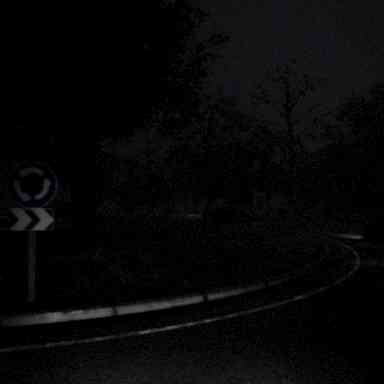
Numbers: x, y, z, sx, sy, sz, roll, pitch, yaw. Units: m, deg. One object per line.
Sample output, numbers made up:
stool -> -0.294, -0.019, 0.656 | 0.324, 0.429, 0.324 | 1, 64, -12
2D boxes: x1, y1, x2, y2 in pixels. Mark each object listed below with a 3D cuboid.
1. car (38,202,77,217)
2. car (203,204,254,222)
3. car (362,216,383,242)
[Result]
car -> -12.535, 1.733, 32.553 | 4.902, 1.511, 2.128 | 1, -1, -19
car -> 3.312, 1.849, 30.731 | 5.008, 1.535, 1.882 | 0, -1, 40
car -> 9.607, 1.791, 15.551 | 1.812, 1.442, 4.674 | 0, -1, 9
